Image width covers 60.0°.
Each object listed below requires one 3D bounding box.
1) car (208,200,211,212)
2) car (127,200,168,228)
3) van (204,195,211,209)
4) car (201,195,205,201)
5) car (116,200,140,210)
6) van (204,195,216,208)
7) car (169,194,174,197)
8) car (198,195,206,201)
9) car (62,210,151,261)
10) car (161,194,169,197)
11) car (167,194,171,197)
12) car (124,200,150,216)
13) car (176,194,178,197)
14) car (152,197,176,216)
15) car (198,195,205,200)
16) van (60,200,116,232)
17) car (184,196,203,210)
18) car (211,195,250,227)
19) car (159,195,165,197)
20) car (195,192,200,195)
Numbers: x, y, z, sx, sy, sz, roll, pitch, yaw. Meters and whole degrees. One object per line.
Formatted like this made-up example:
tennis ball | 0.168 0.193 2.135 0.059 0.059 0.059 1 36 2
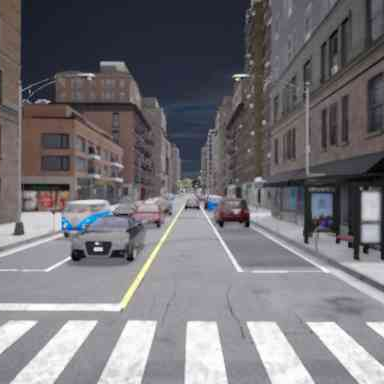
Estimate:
car | 2.693 1.565 28.128 2.008 1.369 4.403 0 0 0
car | -2.853 1.516 22.413 1.812 1.442 4.674 0 0 0
van | 2.680 1.352 38.941 1.690 1.788 3.998 0 0 0
car | 2.673 1.325 44.347 2.192 1.841 5.009 0 0 0
car | -5.412 1.542 28.124 1.947 1.339 4.313 0 0 0
van | 2.666 1.349 49.754 1.690 1.788 3.998 0 0 0
car | -5.414 1.281 65.968 2.192 1.841 5.009 0 0 0
car | 2.617 1.523 87.766 1.752 1.417 4.829 0 0 0
car | -2.850 1.556 12.112 1.994 1.385 4.181 0 0 0
car | -5.414 1.520 55.155 2.008 1.369 4.403 0 0 0
car | -5.415 1.533 60.561 1.947 1.339 4.313 0 0 0
car | -5.412 1.520 33.530 1.887 1.381 4.507 0 0 0
car | -5.417 1.511 87.593 2.008 1.369 4.403 0 0 0
car | -2.844 1.492 32.758 1.837 1.490 4.892 0 0 0
car | 2.610 1.547 93.003 2.008 1.369 4.403 0 0 0
van | -5.410 1.320 17.311 1.690 1.788 3.998 0 0 0
car | 0.045 1.562 42.831 1.994 1.385 4.181 0 0 0
car | 2.701 1.331 22.722 2.192 1.841 5.009 0 0 0
car | -5.413 1.496 49.580 1.752 1.417 4.829 0 0 0
car | 2.241 1.352 72.236 2.097 1.767 4.553 0 0 0
